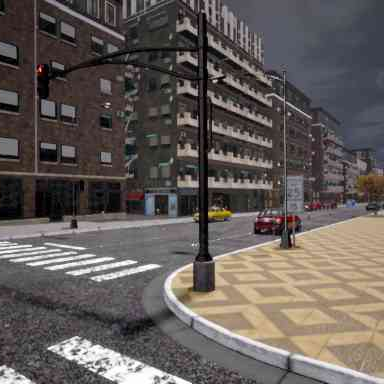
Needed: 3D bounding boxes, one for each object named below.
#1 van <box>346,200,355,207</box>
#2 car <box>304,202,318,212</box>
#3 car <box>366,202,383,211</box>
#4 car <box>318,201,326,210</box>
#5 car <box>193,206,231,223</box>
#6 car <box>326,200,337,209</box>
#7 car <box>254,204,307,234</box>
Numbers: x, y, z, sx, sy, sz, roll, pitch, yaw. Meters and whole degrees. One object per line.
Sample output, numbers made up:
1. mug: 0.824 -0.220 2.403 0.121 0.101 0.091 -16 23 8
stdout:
1. van: 41.060 2.884 86.070 1.690 1.788 3.998 -2 -2 35
2. car: 18.291 2.362 53.735 1.967 1.590 4.097 -2 -2 35
3. car: 31.603 2.584 58.171 1.947 1.339 4.313 -2 -2 35
4. car: 21.551 2.555 58.347 1.887 1.381 4.507 -2 -2 35
5. car: 1.904 2.002 30.517 1.752 1.417 4.829 -2 -2 35
6. car: 28.064 2.502 67.584 2.192 1.841 5.009 -2 -2 35
7. car: 5.538 1.751 21.252 1.967 1.590 4.097 -2 -2 35
